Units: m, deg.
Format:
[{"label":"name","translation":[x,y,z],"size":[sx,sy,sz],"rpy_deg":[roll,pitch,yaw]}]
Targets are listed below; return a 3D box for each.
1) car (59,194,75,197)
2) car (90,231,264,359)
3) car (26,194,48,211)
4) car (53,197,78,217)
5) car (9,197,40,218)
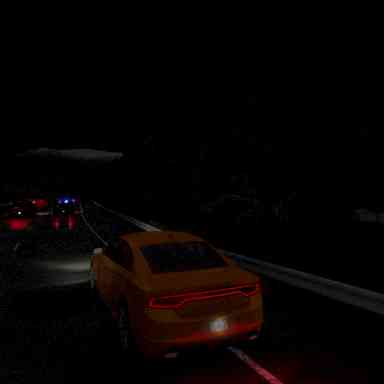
[{"label":"car","translation":[-15.532,1.221,41.396],"size":[2.150,2.045,5.566],"rpy_deg":[0,0,-19]},{"label":"car","translation":[-0.709,1.478,6.309],"size":[1.882,1.535,5.008],"rpy_deg":[0,0,-25]},{"label":"car","translation":[-18.693,1.221,39.990],"size":[2.150,2.045,5.566],"rpy_deg":[0,0,-19]},{"label":"car","translation":[-12.074,1.492,31.505],"size":[2.128,1.511,4.902],"rpy_deg":[0,0,-19]},{"label":"car","translation":[-15.245,1.505,30.105],"size":[1.837,1.490,4.892],"rpy_deg":[0,0,-20]}]
